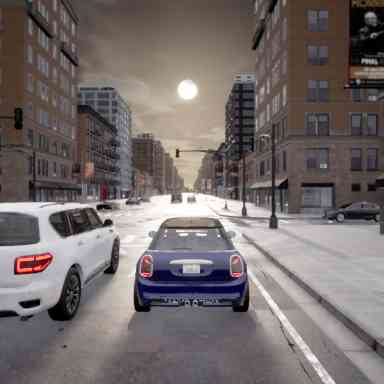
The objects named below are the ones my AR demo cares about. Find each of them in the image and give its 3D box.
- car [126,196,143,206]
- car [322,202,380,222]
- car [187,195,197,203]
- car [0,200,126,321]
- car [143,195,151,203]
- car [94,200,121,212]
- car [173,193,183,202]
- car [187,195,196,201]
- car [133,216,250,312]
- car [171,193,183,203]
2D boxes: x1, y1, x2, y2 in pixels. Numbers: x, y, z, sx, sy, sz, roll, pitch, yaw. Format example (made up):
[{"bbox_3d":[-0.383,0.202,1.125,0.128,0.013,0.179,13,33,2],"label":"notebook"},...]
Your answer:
[{"bbox_3d":[-9.910,1.559,55.892,1.994,1.385,4.181,0,0,0],"label":"car"},{"bbox_3d":[12.688,1.545,25.901,4.892,1.490,1.837,0,0,2],"label":"car"},{"bbox_3d":[-0.090,1.482,69.248,2.128,1.511,4.902,0,0,0],"label":"car"},{"bbox_3d":[-3.158,1.223,7.407,2.150,2.045,5.566,0,0,0],"label":"car"},{"bbox_3d":[-9.842,1.489,70.140,1.837,1.490,4.892,0,0,0],"label":"car"},{"bbox_3d":[-9.900,1.600,39.328,1.895,1.301,4.718,0,0,0],"label":"car"},{"bbox_3d":[-3.354,1.212,80.382,2.150,2.045,5.566,0,0,0],"label":"car"},{"bbox_3d":[-0.104,1.453,79.697,1.895,1.301,4.718,0,0,0],"label":"car"},{"bbox_3d":[-0.003,1.352,7.864,2.097,1.767,4.553,0,0,0],"label":"car"},{"bbox_3d":[-3.254,1.211,69.992,2.150,2.045,5.566,0,0,0],"label":"car"}]
